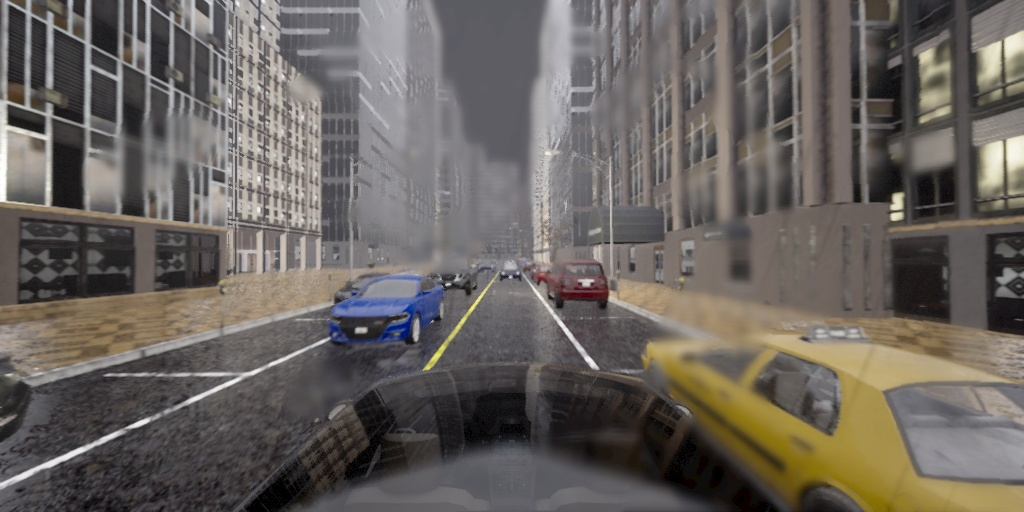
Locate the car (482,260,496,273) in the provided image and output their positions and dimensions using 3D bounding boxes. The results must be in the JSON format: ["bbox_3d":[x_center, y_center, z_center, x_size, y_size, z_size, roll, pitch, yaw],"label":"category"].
[{"bbox_3d":[-3.250,1.294,46.652,2.097,1.767,4.553,0,0,0],"label":"car"}]

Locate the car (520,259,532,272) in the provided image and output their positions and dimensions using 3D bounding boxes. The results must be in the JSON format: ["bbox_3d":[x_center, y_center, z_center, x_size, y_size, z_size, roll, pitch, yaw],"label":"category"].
[{"bbox_3d":[2.433,1.464,49.024,1.888,1.381,4.507,0,0,0],"label":"car"}]

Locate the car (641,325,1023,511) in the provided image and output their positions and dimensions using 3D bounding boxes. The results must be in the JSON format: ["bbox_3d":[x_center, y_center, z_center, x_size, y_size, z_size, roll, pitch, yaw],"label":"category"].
[{"bbox_3d":[2.661,1.268,3.228,1.751,1.417,4.829,0,0,0],"label":"car"}]

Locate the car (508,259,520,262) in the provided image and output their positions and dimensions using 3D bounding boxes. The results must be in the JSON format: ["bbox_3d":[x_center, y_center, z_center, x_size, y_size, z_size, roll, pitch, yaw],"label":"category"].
[{"bbox_3d":[-0.187,1.460,49.831,1.812,1.442,4.674,0,0,0],"label":"car"}]

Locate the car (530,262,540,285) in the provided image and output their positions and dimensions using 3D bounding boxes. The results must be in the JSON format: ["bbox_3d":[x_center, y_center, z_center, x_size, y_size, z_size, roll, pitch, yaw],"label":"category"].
[{"bbox_3d":[2.564,1.380,26.459,1.888,1.381,4.507,0,0,0],"label":"car"}]

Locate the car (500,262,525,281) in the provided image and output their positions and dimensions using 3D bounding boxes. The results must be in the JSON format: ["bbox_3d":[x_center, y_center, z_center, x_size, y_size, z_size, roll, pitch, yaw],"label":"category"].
[{"bbox_3d":[-0.111,1.470,31.846,1.895,1.301,4.718,0,0,0],"label":"car"}]

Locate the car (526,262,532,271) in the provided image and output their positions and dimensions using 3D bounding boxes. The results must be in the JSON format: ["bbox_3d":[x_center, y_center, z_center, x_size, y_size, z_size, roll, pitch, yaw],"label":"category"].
[{"bbox_3d":[2.531,1.439,32.100,1.802,1.307,4.207,0,0,0],"label":"car"}]

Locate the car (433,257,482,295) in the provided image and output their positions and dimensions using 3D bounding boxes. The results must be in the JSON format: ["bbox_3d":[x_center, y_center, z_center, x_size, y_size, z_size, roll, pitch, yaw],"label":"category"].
[{"bbox_3d":[-3.190,1.063,20.653,2.150,2.045,5.566,0,0,0],"label":"car"}]

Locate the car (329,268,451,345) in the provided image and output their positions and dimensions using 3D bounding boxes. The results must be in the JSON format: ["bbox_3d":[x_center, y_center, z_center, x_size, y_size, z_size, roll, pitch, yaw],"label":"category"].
[{"bbox_3d":[-3.134,1.277,9.910,1.882,1.535,5.008,0,0,0],"label":"car"}]

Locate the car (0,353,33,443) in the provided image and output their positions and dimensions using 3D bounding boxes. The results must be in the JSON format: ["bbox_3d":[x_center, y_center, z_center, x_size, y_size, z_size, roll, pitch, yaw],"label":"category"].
[{"bbox_3d":[-5.645,1.329,1.681,2.007,1.370,4.403,0,0,0],"label":"car"}]

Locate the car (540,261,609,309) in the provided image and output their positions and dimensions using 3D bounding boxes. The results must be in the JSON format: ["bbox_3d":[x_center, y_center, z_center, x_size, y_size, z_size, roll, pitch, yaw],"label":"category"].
[{"bbox_3d":[2.629,1.106,15.176,2.192,1.841,5.009,0,0,0],"label":"car"}]
